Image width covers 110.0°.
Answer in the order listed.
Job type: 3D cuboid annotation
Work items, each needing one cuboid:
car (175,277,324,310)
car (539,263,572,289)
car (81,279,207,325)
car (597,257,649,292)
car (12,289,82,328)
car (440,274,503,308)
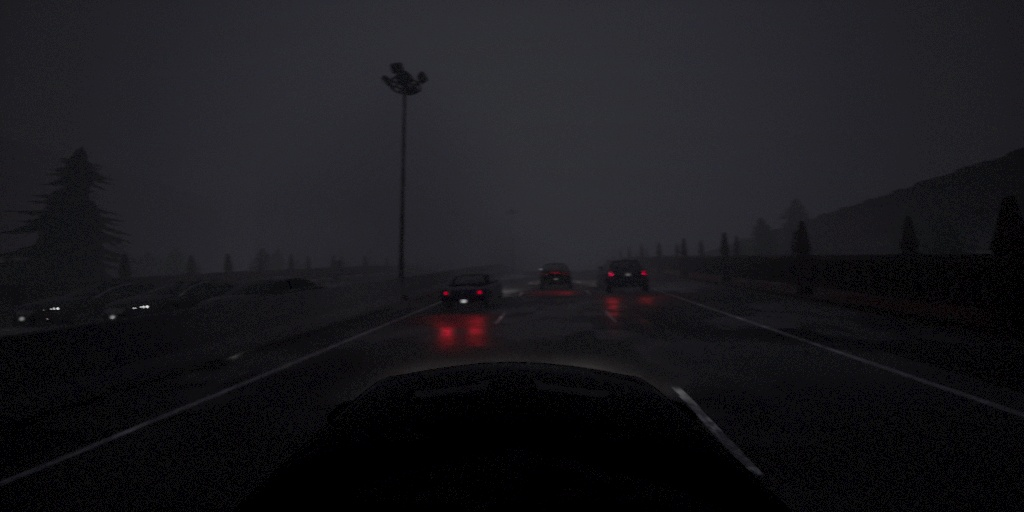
[{"bbox_3d":[-9.099,1.586,13.401,1.837,1.490,4.892,-2,0,7],"label":"car"},{"bbox_3d":[2.769,1.158,22.841,1.882,1.535,5.008,-2,0,7],"label":"car"},{"bbox_3d":[-12.556,1.694,13.957,2.128,1.511,4.902,-2,0,7],"label":"car"},{"bbox_3d":[5.907,0.917,19.615,2.097,1.767,4.553,-2,0,7],"label":"car"},{"bbox_3d":[-16.030,1.816,14.364,2.128,1.511,4.902,-2,0,7],"label":"car"},{"bbox_3d":[-1.580,1.423,15.778,1.895,1.301,4.718,-2,0,7],"label":"car"}]
